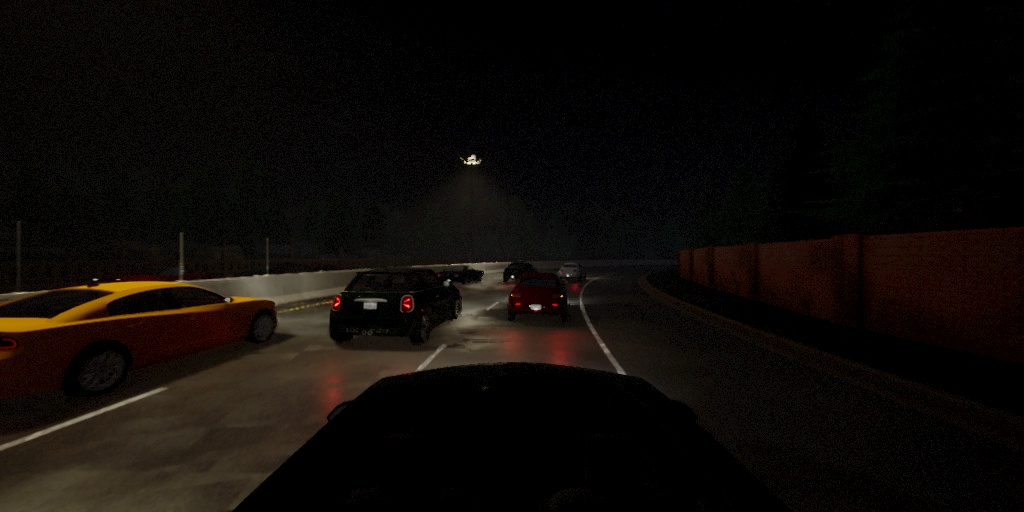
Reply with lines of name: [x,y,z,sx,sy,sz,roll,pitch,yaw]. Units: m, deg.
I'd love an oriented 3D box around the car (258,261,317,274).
car: [-11.900,1.148,21.261,1.882,1.535,5.008,0,0,12]

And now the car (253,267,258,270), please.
car: [-15.106,1.131,22.992,1.882,1.535,5.008,0,0,12]

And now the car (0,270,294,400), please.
car: [-6.607,1.192,6.523,1.882,1.535,5.008,0,0,3]

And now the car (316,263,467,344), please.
car: [-2.833,1.078,9.761,2.097,1.767,4.553,0,0,5]

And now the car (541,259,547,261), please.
car: [4.395,1.195,59.418,1.837,1.490,4.892,0,0,35]

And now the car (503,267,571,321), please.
car: [0.950,1.265,12.331,1.812,1.442,4.674,0,0,7]

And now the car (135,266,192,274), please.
car: [-19.360,1.240,19.560,1.895,1.301,4.718,0,0,10]

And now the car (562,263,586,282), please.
car: [4.952,1.259,29.387,1.812,1.442,4.674,0,0,18]

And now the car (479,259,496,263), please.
car: [-4.299,1.215,58.847,1.994,1.385,4.181,0,0,32]

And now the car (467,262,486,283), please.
car: [-3.578,1.302,25.440,1.895,1.301,4.718,0,0,15]

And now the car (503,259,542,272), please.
car: [0.736,1.222,27.693,1.837,1.490,4.892,0,0,17]
